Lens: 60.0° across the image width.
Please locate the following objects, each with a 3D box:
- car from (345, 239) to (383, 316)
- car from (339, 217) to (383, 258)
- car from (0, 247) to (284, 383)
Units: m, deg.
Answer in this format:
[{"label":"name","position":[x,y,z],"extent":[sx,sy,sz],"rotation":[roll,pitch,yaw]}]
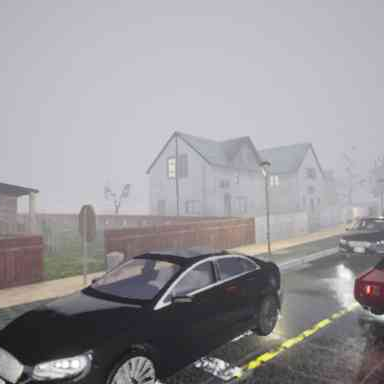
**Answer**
[{"label":"car","position":[5.119,1.686,6.839],"extent":[4.718,1.301,1.895],"rotation":[1,-4,-45]},{"label":"car","position":[7.592,1.798,13.565],"extent":[2.128,1.511,4.902],"rotation":[-5,-3,43]},{"label":"car","position":[-0.324,1.692,5.167],"extent":[2.128,1.511,4.902],"rotation":[-4,-4,41]}]
